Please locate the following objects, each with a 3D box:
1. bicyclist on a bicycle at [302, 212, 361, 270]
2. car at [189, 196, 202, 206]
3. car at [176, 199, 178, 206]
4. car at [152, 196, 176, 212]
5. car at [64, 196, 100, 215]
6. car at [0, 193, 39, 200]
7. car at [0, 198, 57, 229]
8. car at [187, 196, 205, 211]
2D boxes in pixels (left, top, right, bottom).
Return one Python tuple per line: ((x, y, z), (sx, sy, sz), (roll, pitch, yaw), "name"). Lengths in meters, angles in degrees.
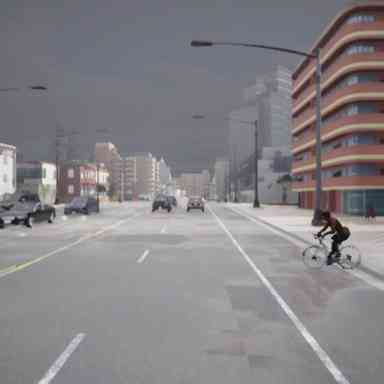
((3.909, 1.377, 9.305), (1.656, 1.620, 0.582), (0, 0, 0), "bicyclist on a bicycle")
((0.499, 1.284, 48.810), (1.812, 1.442, 4.674), (0, 0, 1), "car")
((-3.048, 1.302, 46.375), (2.033, 1.411, 5.357), (0, 0, 1), "car")
((-3.112, 1.302, 35.457), (1.837, 1.490, 4.892), (0, 1, 1), "car")
((-10.280, 1.196, 31.263), (2.097, 1.767, 4.553), (0, 0, 1), "car")
((-13.859, 1.111, 26.052), (2.150, 2.045, 5.566), (0, 0, 1), "car")
((-10.410, 1.408, 21.295), (2.128, 1.511, 4.902), (0, 0, 0), "car")
((0.400, 1.331, 36.200), (2.033, 1.411, 5.357), (0, 0, 1), "car")
